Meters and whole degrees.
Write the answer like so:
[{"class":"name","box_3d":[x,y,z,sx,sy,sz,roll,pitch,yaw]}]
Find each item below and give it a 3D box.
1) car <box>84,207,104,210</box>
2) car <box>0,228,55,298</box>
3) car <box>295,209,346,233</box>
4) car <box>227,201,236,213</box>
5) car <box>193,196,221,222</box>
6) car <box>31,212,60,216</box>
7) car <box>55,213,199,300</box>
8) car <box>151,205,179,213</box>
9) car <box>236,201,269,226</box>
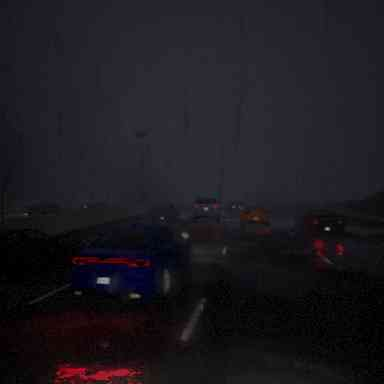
[{"class":"car","box_3d":[-12.381,1.932,42.994,1.895,1.301,4.718,0,0,0]},{"class":"car","box_3d":[-4.787,1.628,8.541,2.033,1.411,5.357,0,0,10]},{"class":"car","box_3d":[7.519,1.675,19.993,1.895,1.301,4.718,0,0,7]},{"class":"car","box_3d":[5.252,1.751,39.391,2.033,1.411,5.357,0,0,1]},{"class":"car","box_3d":[1.291,1.384,28.431,2.150,2.045,5.566,0,0,4]},{"class":"car","box_3d":[-16.007,1.837,36.123,1.812,1.442,4.674,0,0,2]},{"class":"car","box_3d":[-1.225,1.538,8.721,1.882,1.535,5.008,0,0,10]},{"class":"car","box_3d":[-2.193,1.786,28.741,1.895,1.301,4.718,0,0,4]},{"class":"car","box_3d":[4.436,1.597,24.313,1.882,1.535,5.008,0,0,5]}]
